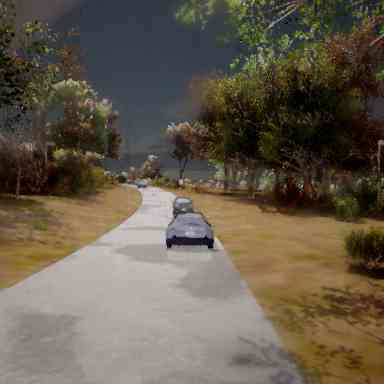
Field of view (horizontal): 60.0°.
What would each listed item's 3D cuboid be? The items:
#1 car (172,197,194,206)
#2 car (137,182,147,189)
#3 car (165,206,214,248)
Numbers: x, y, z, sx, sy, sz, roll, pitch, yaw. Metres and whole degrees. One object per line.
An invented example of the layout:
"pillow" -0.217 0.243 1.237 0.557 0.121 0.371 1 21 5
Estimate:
"car" -0.834 1.155 29.712 1.812 1.442 4.674 1 2 -4
"car" -11.390 -1.587 75.603 1.882 1.535 5.008 1 3 -15
"car" -0.114 1.538 14.674 1.994 1.385 4.181 1 0 -1
